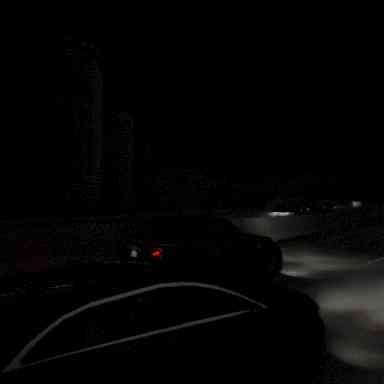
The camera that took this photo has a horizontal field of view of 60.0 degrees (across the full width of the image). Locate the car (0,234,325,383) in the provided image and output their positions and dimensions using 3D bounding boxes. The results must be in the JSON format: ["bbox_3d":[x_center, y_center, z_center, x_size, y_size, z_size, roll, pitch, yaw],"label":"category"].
[{"bbox_3d":[-0.484,1.518,3.627,4.902,1.511,2.128,1,-1,-37],"label":"car"}]

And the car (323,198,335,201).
[{"bbox_3d":[29.132,2.108,70.836,2.097,1.767,4.553,0,0,11],"label":"car"}]

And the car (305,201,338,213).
[{"bbox_3d":[12.985,1.918,32.656,1.994,1.385,4.181,0,-1,35],"label":"car"}]

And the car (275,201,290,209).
[{"bbox_3d":[12.621,1.979,45.161,1.812,1.442,4.674,0,0,28],"label":"car"}]

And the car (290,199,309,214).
[{"bbox_3d":[13.711,1.924,40.089,1.837,1.490,4.892,0,0,31],"label":"car"}]

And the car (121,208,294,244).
[{"bbox_3d":[0.360,1.426,8.749,4.553,1.767,2.097,1,-1,-39],"label":"car"}]
